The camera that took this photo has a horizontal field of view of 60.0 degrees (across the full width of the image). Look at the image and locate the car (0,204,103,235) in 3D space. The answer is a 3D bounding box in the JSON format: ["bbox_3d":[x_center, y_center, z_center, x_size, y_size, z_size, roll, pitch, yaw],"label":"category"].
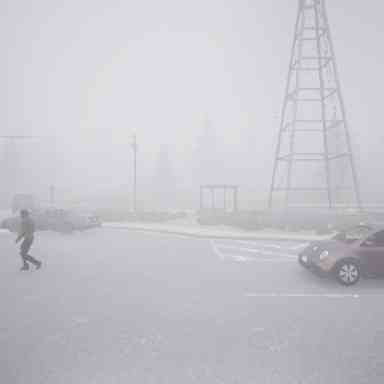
[{"bbox_3d":[-7.750,1.548,18.487,5.357,1.411,2.033,0,0,9],"label":"car"}]

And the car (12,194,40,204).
[{"bbox_3d":[-18.260,1.222,36.685,2.150,2.045,5.566,0,0,-18],"label":"car"}]

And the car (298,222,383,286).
[{"bbox_3d":[4.890,1.521,8.735,3.905,1.438,1.784,0,0,0],"label":"car"}]

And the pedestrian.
[{"bbox_3d":[-4.639,1.294,9.340,0.375,1.860,0.375,0,0,-5],"label":"pedestrian"}]
